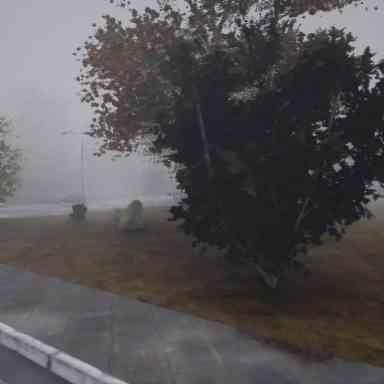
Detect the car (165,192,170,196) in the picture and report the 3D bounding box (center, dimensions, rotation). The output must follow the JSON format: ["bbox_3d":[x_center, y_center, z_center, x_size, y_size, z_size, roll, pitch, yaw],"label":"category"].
[{"bbox_3d":[-2.658,0.032,63.213,2.033,1.411,5.357,0,3,39],"label":"car"}]

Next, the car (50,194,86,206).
[{"bbox_3d":[-16.933,1.021,45.672,1.837,1.490,4.892,0,2,39],"label":"car"}]
